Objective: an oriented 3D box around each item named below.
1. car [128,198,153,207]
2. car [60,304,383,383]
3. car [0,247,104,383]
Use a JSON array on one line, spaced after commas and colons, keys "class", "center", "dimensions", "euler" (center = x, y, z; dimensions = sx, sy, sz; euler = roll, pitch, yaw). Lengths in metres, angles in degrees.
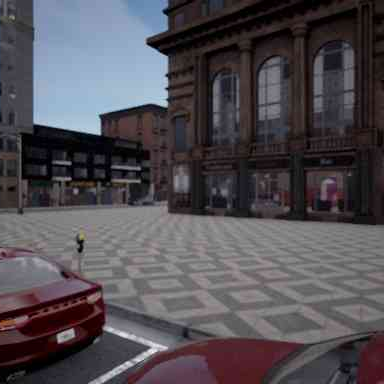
[{"class": "car", "center": [-8.050, 1.564, 52.124], "dimensions": [1.994, 1.385, 4.181], "euler": [0, 0, 36]}, {"class": "car", "center": [1.303, 1.582, 1.920], "dimensions": [4.206, 1.307, 1.802], "euler": [0, 0, 35]}, {"class": "car", "center": [-3.292, 1.548, 5.189], "dimensions": [4.507, 1.381, 1.887], "euler": [0, 0, 35]}]
